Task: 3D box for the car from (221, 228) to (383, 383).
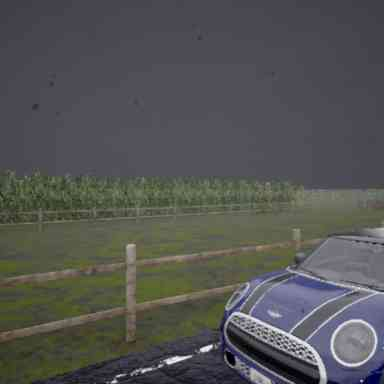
[{"bbox_3d":[2.600,1.351,4.664,4.553,1.767,2.097,0,0,-33],"label":"car"}]
